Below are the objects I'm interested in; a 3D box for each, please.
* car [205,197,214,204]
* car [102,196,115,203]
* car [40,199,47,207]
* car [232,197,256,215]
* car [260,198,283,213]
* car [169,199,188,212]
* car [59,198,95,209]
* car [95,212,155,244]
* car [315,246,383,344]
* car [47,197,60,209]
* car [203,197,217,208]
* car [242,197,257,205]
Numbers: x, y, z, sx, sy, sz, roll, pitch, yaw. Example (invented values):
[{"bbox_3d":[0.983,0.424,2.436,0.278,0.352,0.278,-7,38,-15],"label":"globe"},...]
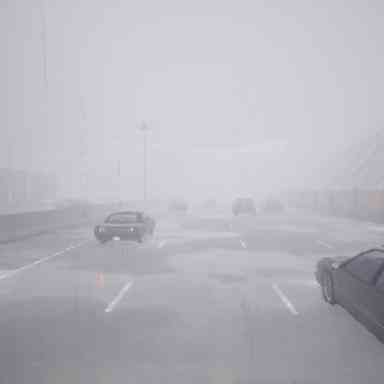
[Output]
[{"bbox_3d":[3.478,1.600,66.937,1.895,1.301,4.718,0,0,2],"label":"car"},{"bbox_3d":[-17.520,1.517,69.940,2.128,1.511,4.902,0,0,2],"label":"car"},{"bbox_3d":[-21.868,1.525,52.027,1.812,1.442,4.674,0,0,4],"label":"car"},{"bbox_3d":[5.187,1.352,33.987,2.097,1.767,4.553,0,0,4],"label":"car"},{"bbox_3d":[8.932,1.502,37.536,1.837,1.490,4.892,0,-1,4],"label":"car"},{"bbox_3d":[-1.504,1.525,39.029,1.812,1.442,4.674,0,0,4],"label":"car"},{"bbox_3d":[-12.381,1.600,36.556,1.895,1.301,4.718,0,0,4],"label":"car"},{"bbox_3d":[-2.976,1.601,15.871,1.895,1.301,4.718,0,0,3],"label":"car"},{"bbox_3d":[3.484,1.547,4.978,2.033,1.411,5.357,0,0,4],"label":"car"},{"bbox_3d":[-15.578,1.506,41.283,1.837,1.490,4.892,0,-1,4],"label":"car"},{"bbox_3d":[2.558,1.525,47.673,1.812,1.442,4.674,0,0,3],"label":"car"},{"bbox_3d":[10.135,1.600,58.831,1.895,1.301,4.718,0,0,2],"label":"car"}]
